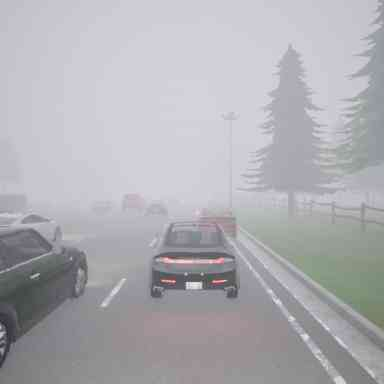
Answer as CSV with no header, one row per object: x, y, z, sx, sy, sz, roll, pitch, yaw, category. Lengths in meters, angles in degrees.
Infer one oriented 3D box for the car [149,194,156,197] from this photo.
-10.450,1.595,79.787,1.895,1.301,4.718,0,0,0,car

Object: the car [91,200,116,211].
-10.376,1.601,39.417,1.895,1.301,4.718,0,0,0,car

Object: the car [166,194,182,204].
-3.364,1.601,61.475,1.895,1.301,4.718,0,0,0,car

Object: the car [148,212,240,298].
0.057,1.492,8.480,2.128,1.511,4.902,0,0,0,car

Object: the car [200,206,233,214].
1.236,1.478,17.821,1.882,1.535,5.008,0,0,0,car

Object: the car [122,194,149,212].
-6.875,1.221,39.621,2.150,2.045,5.566,0,0,0,car

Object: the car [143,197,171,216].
-3.394,1.525,32.969,1.812,1.442,4.674,0,0,0,car

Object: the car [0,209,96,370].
-3.396,1.352,5.631,2.097,1.767,4.553,0,0,0,car

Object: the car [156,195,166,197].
-6.950,1.525,81.245,2.128,1.511,4.902,0,0,0,car
